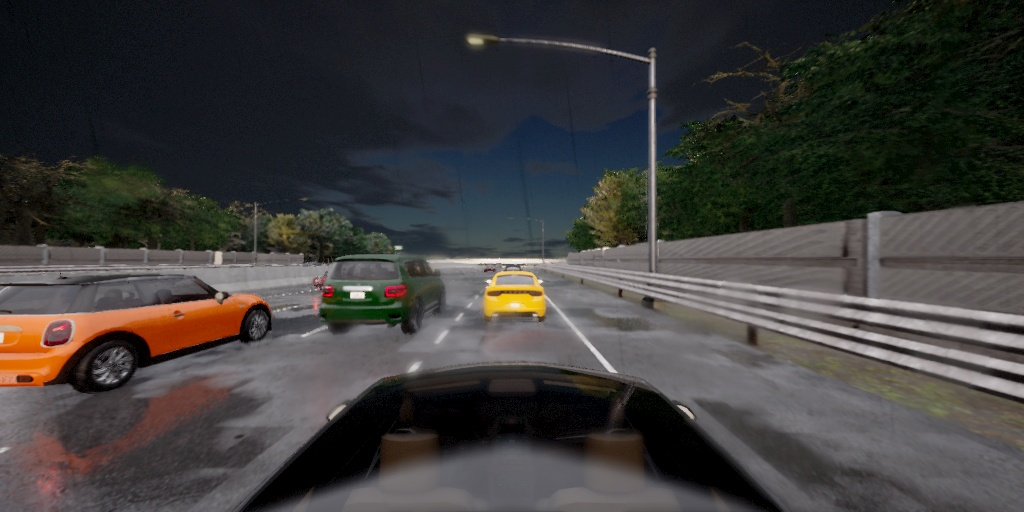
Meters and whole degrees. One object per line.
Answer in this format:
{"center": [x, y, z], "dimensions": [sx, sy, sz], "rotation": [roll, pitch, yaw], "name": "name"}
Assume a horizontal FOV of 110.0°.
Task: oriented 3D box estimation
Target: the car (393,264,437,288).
{"center": [-6.908, 1.387, 26.081], "dimensions": [1.882, 1.535, 5.008], "rotation": [0, -1, 0], "name": "car"}

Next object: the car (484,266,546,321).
{"center": [0.096, 1.269, 12.677], "dimensions": [1.882, 1.535, 5.008], "rotation": [0, 0, 0], "name": "car"}

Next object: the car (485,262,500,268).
{"center": [-3.519, 1.901, 59.465], "dimensions": [2.033, 1.411, 5.357], "rotation": [0, -1, 0], "name": "car"}

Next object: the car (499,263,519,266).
{"center": [0.090, 1.497, 30.939], "dimensions": [1.812, 1.442, 4.674], "rotation": [0, -1, 0], "name": "car"}

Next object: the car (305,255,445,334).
{"center": [-3.503, 1.000, 10.801], "dimensions": [2.150, 2.045, 5.566], "rotation": [0, 0, 0], "name": "car"}

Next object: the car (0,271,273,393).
{"center": [-6.901, 1.114, 6.895], "dimensions": [2.097, 1.767, 4.553], "rotation": [0, 0, 0], "name": "car"}

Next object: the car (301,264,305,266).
{"center": [-31.518, 1.536, 56.982], "dimensions": [1.837, 1.490, 4.892], "rotation": [0, -1, 0], "name": "car"}
